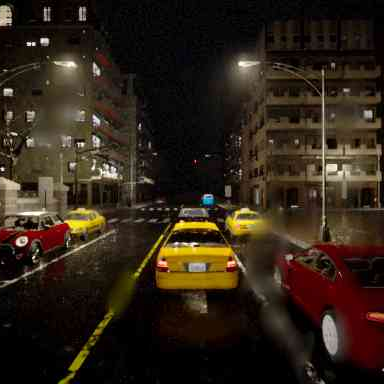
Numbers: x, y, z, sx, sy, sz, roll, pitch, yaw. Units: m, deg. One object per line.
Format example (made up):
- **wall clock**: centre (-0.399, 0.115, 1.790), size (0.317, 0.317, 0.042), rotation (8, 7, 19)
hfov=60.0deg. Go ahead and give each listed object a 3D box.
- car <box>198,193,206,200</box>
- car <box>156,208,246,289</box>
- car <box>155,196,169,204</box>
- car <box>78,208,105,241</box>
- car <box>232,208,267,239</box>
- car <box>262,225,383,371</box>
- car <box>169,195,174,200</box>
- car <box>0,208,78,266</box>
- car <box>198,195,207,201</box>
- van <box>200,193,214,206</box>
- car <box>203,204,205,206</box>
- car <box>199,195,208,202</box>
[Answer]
- **car**: centre (2.651, 1.249, 89.007), size (2.192, 1.841, 5.009), rotation (1, 0, 0)
- **car**: centre (0.094, 1.458, 9.127), size (1.801, 1.575, 5.366), rotation (0, 0, 0)
- **car**: centre (-5.717, 1.556, 60.705), size (1.802, 1.307, 4.206), rotation (1, 0, 0)
- **car**: centre (-5.692, 1.527, 16.831), size (1.752, 1.417, 4.829), rotation (1, 0, 0)
- **car**: centre (2.688, 1.527, 17.159), size (1.752, 1.417, 4.829), rotation (1, 0, 0)
- **car**: centre (2.694, 1.546, 5.755), size (1.887, 1.381, 4.507), rotation (1, 0, 0)
- **car**: centre (-5.733, 1.516, 89.060), size (1.802, 1.307, 4.206), rotation (1, 0, 0)
- **car**: centre (-5.688, 1.442, 11.387), size (1.967, 1.590, 4.097), rotation (1, 0, 0)
- **car**: centre (2.651, 1.495, 83.336), size (2.008, 1.369, 4.403), rotation (1, 0, 0)
- **van**: centre (2.670, 1.321, 54.981), size (1.690, 1.788, 3.998), rotation (1, 0, 0)
- **car**: centre (0.096, 1.603, 19.616), size (1.895, 1.301, 4.718), rotation (0, 0, 0)
- **car**: centre (2.654, 1.503, 77.665), size (2.008, 1.369, 4.403), rotation (1, 0, 0)
